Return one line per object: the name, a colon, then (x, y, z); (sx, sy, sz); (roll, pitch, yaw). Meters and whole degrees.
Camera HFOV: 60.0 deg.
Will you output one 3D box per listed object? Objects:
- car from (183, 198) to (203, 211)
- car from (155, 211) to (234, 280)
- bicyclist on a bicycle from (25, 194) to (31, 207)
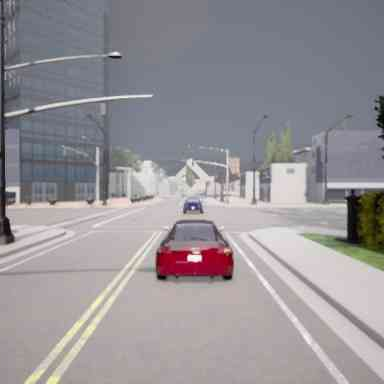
car: (0.097, 1.290, 32.884); (1.812, 1.442, 4.674); (0, 0, 0)
car: (0.074, 1.490, 9.753); (1.994, 1.385, 4.181); (0, 0, 0)
bicyclist on a bicycle: (-21.985, 1.130, 44.639); (0.582, 1.620, 1.656); (-1, 1, 0)
